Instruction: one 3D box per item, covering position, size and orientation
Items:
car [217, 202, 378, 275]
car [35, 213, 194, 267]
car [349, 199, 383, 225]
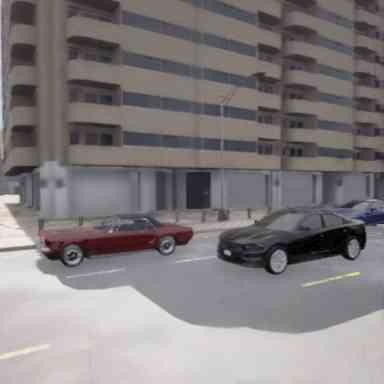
[{"bbox_3d":[3.057,1.256,9.850,5.008,1.535,1.882,-1,1,-31],"label":"car"},{"bbox_3d":[-2.402,1.388,10.650,4.718,1.301,1.895,-1,1,-31],"label":"car"},{"bbox_3d":[8.936,1.121,17.378,4.674,1.442,1.812,-2,2,-30],"label":"car"}]
